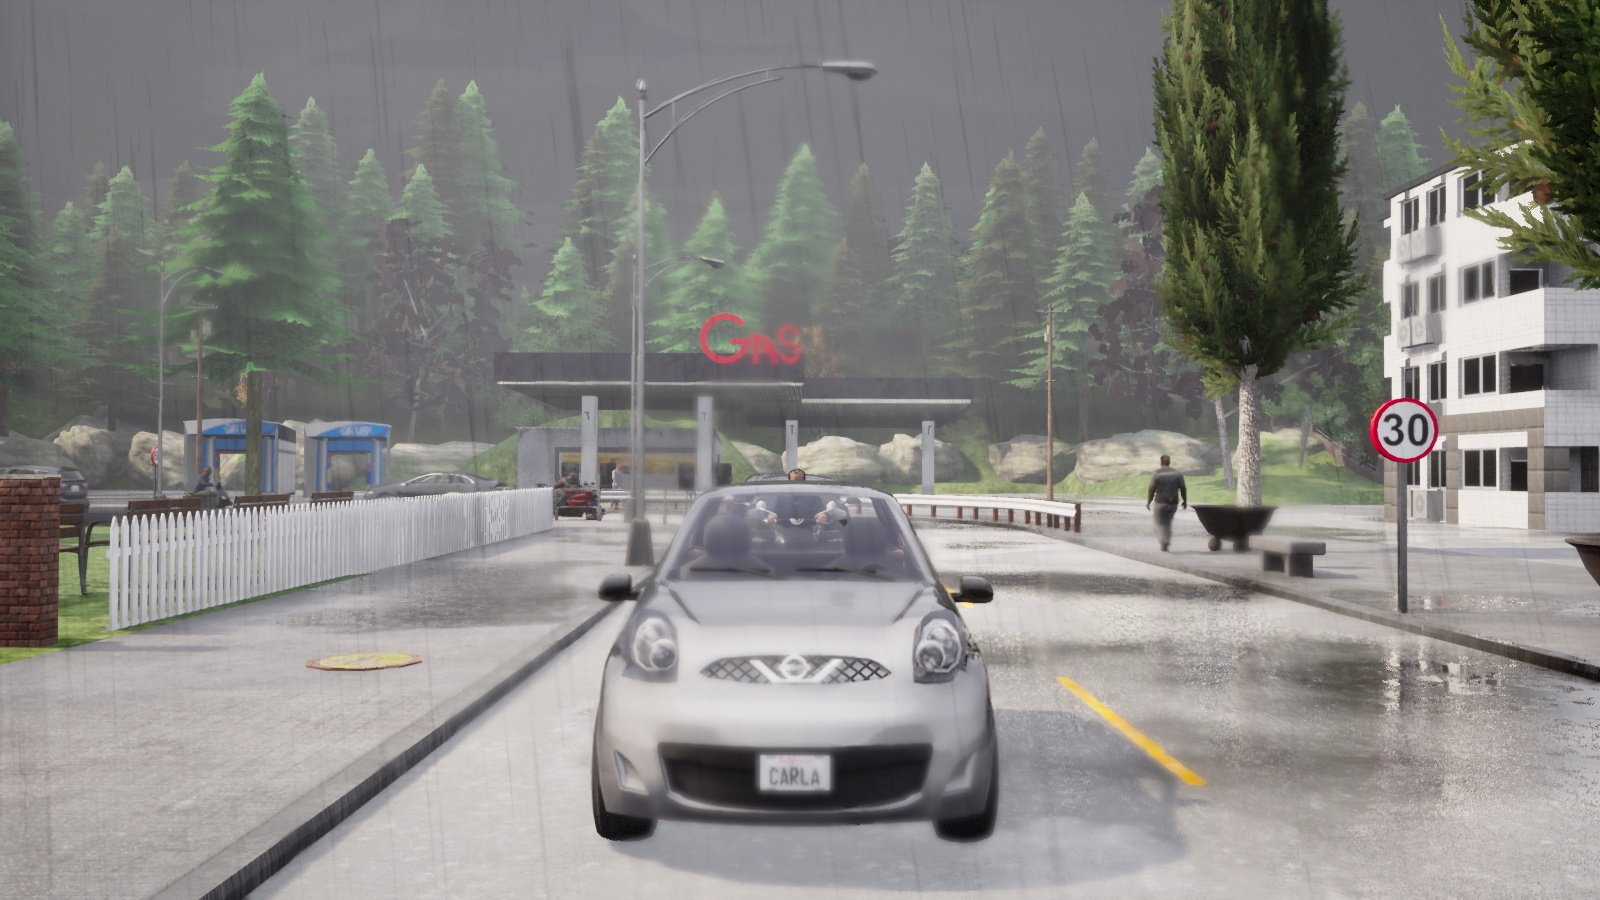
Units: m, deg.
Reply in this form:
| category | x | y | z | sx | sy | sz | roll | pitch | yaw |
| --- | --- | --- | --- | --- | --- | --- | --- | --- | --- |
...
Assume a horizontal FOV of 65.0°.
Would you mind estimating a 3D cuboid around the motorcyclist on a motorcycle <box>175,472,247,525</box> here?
| category | x | y | z | sx | sy | sz | roll | pitch | yaw |
| --- | --- | --- | --- | --- | --- | --- | --- | --- | --- |
| motorcyclist on a motorcycle | -18.199 | 1.491 | 38.802 | 1.817 | 1.590 | 0.866 | 0 | -1 | 0 |

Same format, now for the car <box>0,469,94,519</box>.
| category | x | y | z | sx | sy | sz | roll | pitch | yaw |
| --- | --- | --- | --- | --- | --- | --- | --- | --- | --- |
| car | -27.005 | 1.485 | 42.768 | 4.611 | 1.667 | 2.242 | 0 | -1 | 0 |

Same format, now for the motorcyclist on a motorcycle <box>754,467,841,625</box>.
| category | x | y | z | sx | sy | sz | roll | pitch | yaw |
| --- | --- | --- | --- | --- | --- | --- | --- | --- | --- |
| motorcyclist on a motorcycle | -0.026 | 0.995 | 13.596 | 0.866 | 1.590 | 1.817 | 0 | -2 | 0 |

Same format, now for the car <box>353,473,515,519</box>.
| category | x | y | z | sx | sy | sz | roll | pitch | yaw |
| --- | --- | --- | --- | --- | --- | --- | --- | --- | --- |
| car | -12.426 | 1.538 | 42.835 | 4.902 | 1.511 | 2.128 | 0 | -1 | 1 |

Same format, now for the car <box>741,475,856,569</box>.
| category | x | y | z | sx | sy | sz | roll | pitch | yaw |
| --- | --- | --- | --- | --- | --- | --- | --- | --- | --- |
| car | -0.029 | 1.197 | 22.548 | 1.837 | 1.490 | 4.892 | 0 | -1 | 0 |

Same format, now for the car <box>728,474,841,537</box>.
| category | x | y | z | sx | sy | sz | roll | pitch | yaw |
| --- | --- | --- | --- | --- | --- | --- | --- | --- | --- |
| car | -0.459 | 1.368 | 32.131 | 1.845 | 1.501 | 3.633 | 0 | -1 | -19 |

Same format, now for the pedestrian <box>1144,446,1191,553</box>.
| category | x | y | z | sx | sy | sz | roll | pitch | yaw |
| --- | --- | --- | --- | --- | --- | --- | --- | --- | --- |
| pedestrian | 6.604 | 0.876 | 22.581 | 0.563 | 1.883 | 0.849 | 0 | -1 | -1 |

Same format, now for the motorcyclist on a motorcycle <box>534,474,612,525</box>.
| category | x | y | z | sx | sy | sz | roll | pitch | yaw |
| --- | --- | --- | --- | --- | --- | --- | --- | --- | --- |
| motorcyclist on a motorcycle | -6.966 | 1.524 | 38.566 | 2.191 | 1.530 | 0.866 | 0 | 0 | 8 |

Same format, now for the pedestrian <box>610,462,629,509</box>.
| category | x | y | z | sx | sy | sz | roll | pitch | yaw |
| --- | --- | --- | --- | --- | --- | --- | --- | --- | --- |
| pedestrian | -6.984 | 1.367 | 48.635 | 0.354 | 1.836 | 0.706 | 1 | -1 | -45 |

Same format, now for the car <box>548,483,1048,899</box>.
| category | x | y | z | sx | sy | sz | roll | pitch | yaw |
| --- | --- | --- | --- | --- | --- | --- | --- | --- | --- |
| car | -0.012 | 0.938 | 6.463 | 1.845 | 1.501 | 3.633 | 0 | -1 | 0 |
